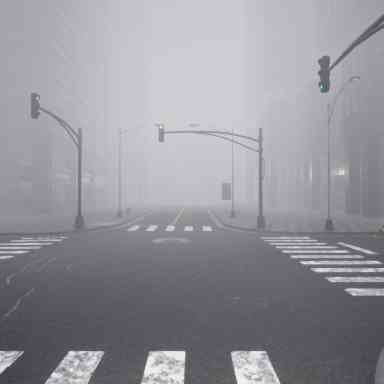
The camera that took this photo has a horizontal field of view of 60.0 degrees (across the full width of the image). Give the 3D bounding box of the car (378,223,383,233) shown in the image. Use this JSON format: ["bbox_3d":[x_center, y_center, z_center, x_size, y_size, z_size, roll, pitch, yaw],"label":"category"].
[{"bbox_3d":[11.755,1.564,16.220,4.829,1.417,1.752,0,-1,0],"label":"car"}]
